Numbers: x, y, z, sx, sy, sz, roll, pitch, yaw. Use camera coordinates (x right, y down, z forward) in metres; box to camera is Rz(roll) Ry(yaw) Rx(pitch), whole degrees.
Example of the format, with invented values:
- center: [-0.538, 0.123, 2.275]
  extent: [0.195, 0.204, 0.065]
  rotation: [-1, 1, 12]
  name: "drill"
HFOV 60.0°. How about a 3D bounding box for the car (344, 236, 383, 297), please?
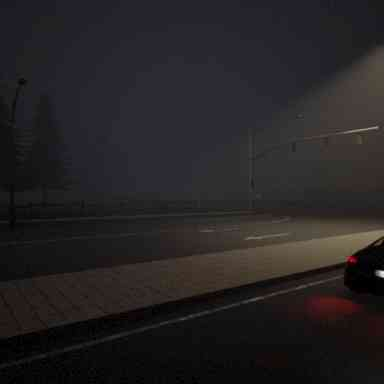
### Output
- center: [5.356, 1.564, 7.597]
  extent: [4.181, 1.385, 1.994]
  rotation: [0, 0, -35]
  name: "car"
